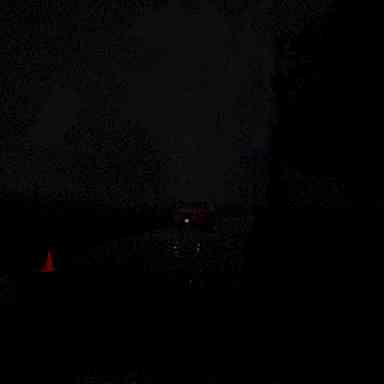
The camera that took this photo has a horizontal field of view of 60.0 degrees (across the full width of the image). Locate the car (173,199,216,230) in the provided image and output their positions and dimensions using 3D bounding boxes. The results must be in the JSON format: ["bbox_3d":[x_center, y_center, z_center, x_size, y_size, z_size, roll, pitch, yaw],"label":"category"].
[{"bbox_3d":[0.306,1.544,24.019,2.150,2.045,5.566,0,-1,14],"label":"car"}]

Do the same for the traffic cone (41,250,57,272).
[{"bbox_3d":[-4.202,2.012,9.788,0.340,0.580,0.340,0,-1,8],"label":"traffic cone"}]
